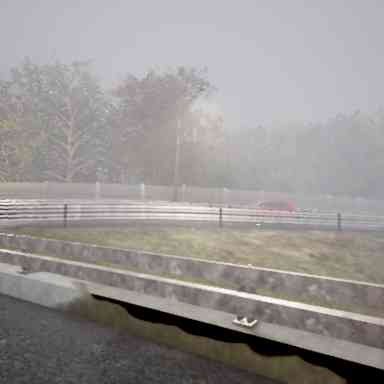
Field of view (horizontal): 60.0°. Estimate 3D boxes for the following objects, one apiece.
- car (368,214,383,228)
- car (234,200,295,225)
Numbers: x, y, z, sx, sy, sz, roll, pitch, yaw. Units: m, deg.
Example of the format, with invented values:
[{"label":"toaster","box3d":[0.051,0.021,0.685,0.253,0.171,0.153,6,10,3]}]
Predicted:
[{"label":"car","box3d":[20.300,2.989,34.032,4.892,1.490,1.837,4,-1,-18]},{"label":"car","box3d":[6.512,1.718,29.600,5.566,2.045,2.150,2,0,-18]}]
